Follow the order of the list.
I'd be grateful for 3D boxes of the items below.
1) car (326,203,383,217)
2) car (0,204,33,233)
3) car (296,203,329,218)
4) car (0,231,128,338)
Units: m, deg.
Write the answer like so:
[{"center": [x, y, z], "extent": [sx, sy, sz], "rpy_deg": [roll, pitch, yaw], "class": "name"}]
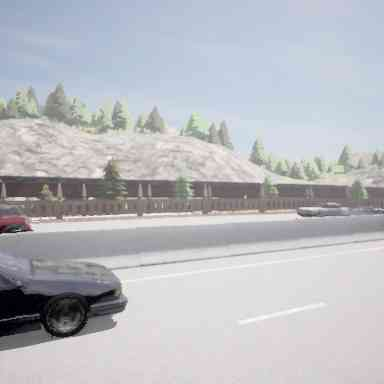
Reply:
[{"center": [10.822, 1.560, 20.632], "extent": [4.181, 1.385, 1.994], "rpy_deg": [0, 0, -24], "class": "car"}, {"center": [-9.342, 1.348, 14.255], "extent": [4.553, 1.767, 2.097], "rpy_deg": [0, 0, -28], "class": "car"}, {"center": [11.332, 1.603, 28.495], "extent": [4.718, 1.301, 1.895], "rpy_deg": [0, 0, -22], "class": "car"}, {"center": [-3.804, 1.546, 5.097], "extent": [5.357, 1.411, 2.033], "rpy_deg": [0, 0, -28], "class": "car"}]
